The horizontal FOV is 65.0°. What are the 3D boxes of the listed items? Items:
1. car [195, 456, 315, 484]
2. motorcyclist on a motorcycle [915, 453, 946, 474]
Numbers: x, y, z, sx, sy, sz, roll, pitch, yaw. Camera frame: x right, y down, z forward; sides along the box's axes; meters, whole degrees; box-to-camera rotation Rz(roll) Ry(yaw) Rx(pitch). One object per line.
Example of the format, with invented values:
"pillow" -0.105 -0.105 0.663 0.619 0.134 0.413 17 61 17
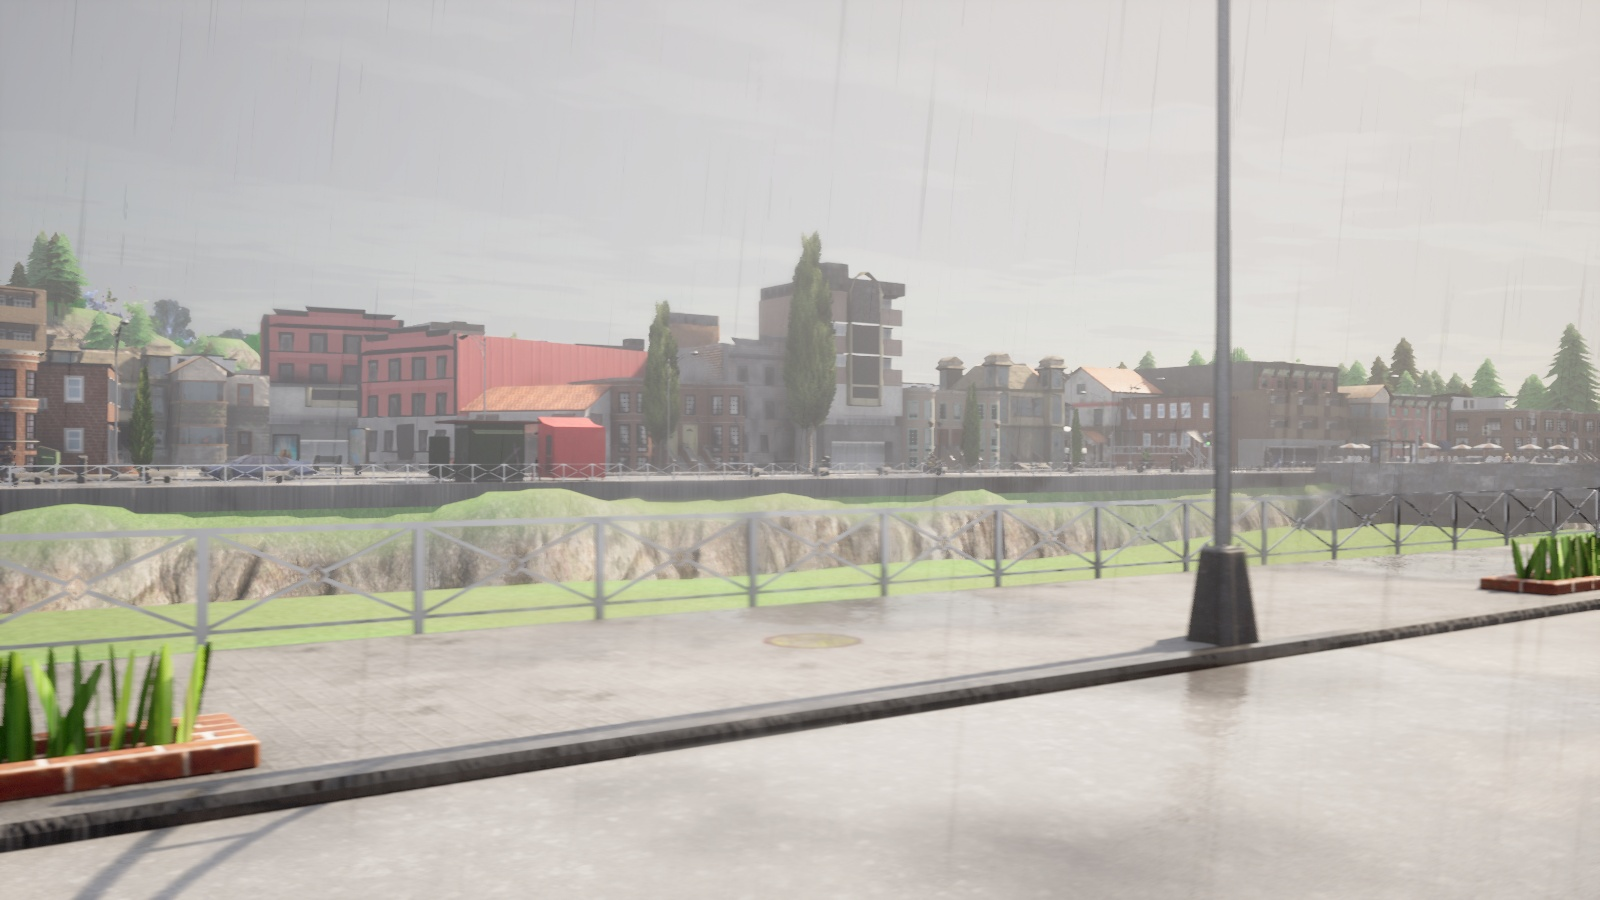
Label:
"car" -28.069 1.011 64.778 5.357 1.411 2.033 0 0 -35
"motorcyclist on a motorcycle" 9.480 0.983 90.929 2.191 1.530 0.866 0 0 -35
